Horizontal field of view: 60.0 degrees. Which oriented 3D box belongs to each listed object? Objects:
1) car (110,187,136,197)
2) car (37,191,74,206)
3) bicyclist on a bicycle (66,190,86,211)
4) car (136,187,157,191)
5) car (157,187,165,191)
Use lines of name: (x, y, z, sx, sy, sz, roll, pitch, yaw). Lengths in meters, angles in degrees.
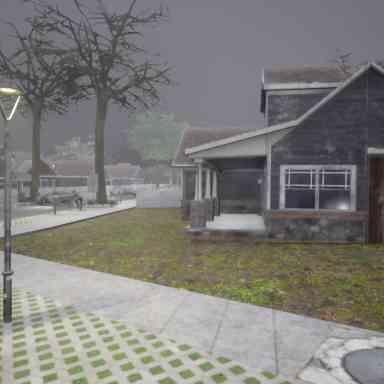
car: (-10.613, -0.047, 49.739, 2.128, 1.511, 4.902, 1, 2, 11)
car: (-13.646, 0.611, 33.435, 1.994, 1.385, 4.181, 1, 2, 10)
bicyclist on a bicycle: (-9.059, 0.697, 25.922, 1.656, 1.620, 0.582, 1, 2, 10)
car: (-7.454, 0.045, 51.112, 1.895, 1.301, 4.718, 1, 2, 11)
car: (-5.708, -0.281, 60.964, 1.895, 1.301, 4.718, 1, 2, 10)
